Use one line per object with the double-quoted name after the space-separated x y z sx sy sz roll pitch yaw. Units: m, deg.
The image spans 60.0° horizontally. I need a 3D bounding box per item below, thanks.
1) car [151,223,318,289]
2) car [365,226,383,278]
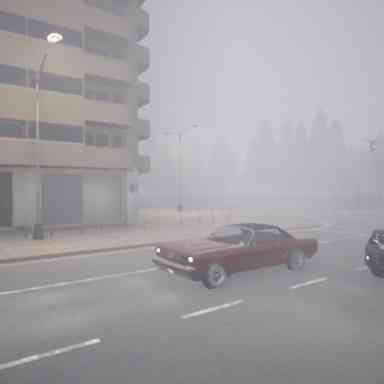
1.309 1.562 9.182 4.718 1.301 1.895 0 0 -35 "car"
6.870 1.156 8.814 5.566 2.045 2.150 0 0 -36 "car"
